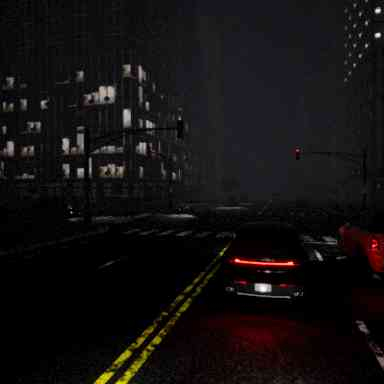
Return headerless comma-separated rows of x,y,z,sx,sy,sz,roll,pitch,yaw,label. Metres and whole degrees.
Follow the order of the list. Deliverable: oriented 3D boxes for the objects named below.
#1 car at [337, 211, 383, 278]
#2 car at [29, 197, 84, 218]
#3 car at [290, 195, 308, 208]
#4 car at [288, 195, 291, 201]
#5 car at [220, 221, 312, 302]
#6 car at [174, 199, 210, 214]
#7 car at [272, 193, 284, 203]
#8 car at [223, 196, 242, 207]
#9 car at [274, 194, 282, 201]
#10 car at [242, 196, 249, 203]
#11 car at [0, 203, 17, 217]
5.790,1.347,10.000,2.097,1.767,4.553,0,0,15,car
-11.637,1.217,28.751,4.553,1.767,2.097,0,1,17,car
16.046,1.458,49.040,2.128,1.511,4.902,0,0,15,car
23.934,1.467,79.469,2.033,1.411,5.357,0,0,15,car
1.911,1.501,8.419,1.837,1.490,4.892,0,0,15,car
0.145,1.422,33.211,1.812,1.442,4.674,0,-1,34,car
18.152,1.159,70.249,2.150,2.045,5.566,0,0,15,car
5.927,1.495,49.672,1.812,1.442,4.674,0,0,15,car
20.791,1.238,80.296,1.882,1.535,5.008,0,0,15,car
10.384,1.476,66.337,1.812,1.442,4.674,0,0,15,car
-16.605,1.434,27.382,4.313,1.339,1.947,1,1,16,car
